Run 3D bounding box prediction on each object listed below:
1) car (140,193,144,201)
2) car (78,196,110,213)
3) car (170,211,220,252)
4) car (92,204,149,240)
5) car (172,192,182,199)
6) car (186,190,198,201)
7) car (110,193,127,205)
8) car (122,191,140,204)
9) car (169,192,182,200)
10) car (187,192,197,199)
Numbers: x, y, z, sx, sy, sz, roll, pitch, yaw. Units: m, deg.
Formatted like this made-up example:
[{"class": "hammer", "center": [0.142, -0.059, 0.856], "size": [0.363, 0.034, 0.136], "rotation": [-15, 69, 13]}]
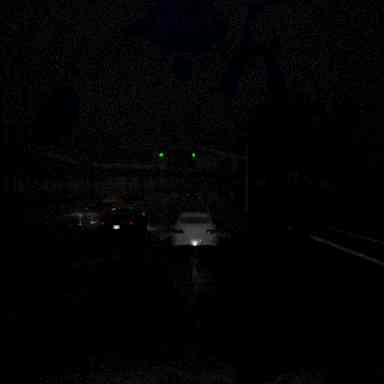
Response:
[{"class": "car", "center": [-10.489, 0.974, 64.932], "size": [2.033, 1.411, 5.357], "rotation": [0, 1, 0]}, {"class": "car", "center": [-10.582, 1.445, 35.412], "size": [1.994, 1.385, 4.181], "rotation": [0, 1, 0]}, {"class": "car", "center": [0.102, 1.512, 13.709], "size": [1.812, 1.442, 4.674], "rotation": [0, 0, 0]}, {"class": "car", "center": [-3.398, 1.549, 16.951], "size": [1.994, 1.385, 4.181], "rotation": [0, 0, 0]}, {"class": "car", "center": [-3.487, 0.734, 77.200], "size": [1.994, 1.385, 4.181], "rotation": [0, 1, 0]}, {"class": "car", "center": [0.011, 0.624, 66.156], "size": [2.150, 2.045, 5.566], "rotation": [0, 1, 0]}, {"class": "car", "center": [-10.535, 1.255, 44.483], "size": [1.882, 1.535, 5.008], "rotation": [0, 1, 1]}, {"class": "car", "center": [-10.491, 0.847, 54.519], "size": [2.150, 2.045, 5.566], "rotation": [0, 1, 0]}, {"class": "car", "center": [-3.489, 0.914, 66.899], "size": [1.812, 1.442, 4.674], "rotation": [0, 1, 0]}, {"class": "car", "center": [0.013, 0.730, 76.782], "size": [2.033, 1.411, 5.357], "rotation": [0, 1, 0]}]
